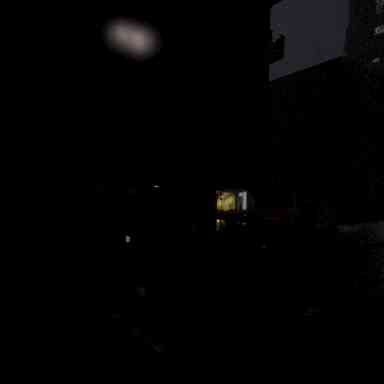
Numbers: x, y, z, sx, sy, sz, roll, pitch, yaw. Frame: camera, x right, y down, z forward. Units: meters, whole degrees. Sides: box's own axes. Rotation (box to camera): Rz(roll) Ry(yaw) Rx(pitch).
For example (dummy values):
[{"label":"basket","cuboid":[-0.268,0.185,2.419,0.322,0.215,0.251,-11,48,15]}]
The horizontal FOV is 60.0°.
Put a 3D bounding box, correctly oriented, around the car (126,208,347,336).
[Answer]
[{"label":"car","cuboid":[1.210,1.317,6.927,5.009,1.841,2.192,0,2,-35]}]
